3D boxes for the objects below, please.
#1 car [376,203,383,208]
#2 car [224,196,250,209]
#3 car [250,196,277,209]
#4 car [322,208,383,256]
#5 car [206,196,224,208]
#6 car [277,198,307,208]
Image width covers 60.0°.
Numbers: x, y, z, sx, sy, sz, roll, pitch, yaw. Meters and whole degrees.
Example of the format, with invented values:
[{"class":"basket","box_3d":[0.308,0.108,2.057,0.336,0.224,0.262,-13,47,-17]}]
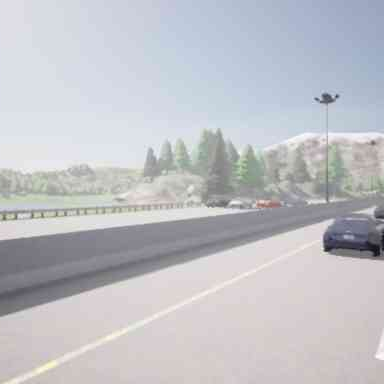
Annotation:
[{"class":"car","box_3d":[15.424,1.522,25.928,1.994,1.385,4.181,0,0,35]},{"class":"car","box_3d":[6.491,1.481,44.039,1.812,1.442,4.674,0,0,35]},{"class":"car","box_3d":[9.661,1.303,42.469,2.097,1.767,4.553,0,0,35]},{"class":"car","box_3d":[6.626,1.544,13.278,1.994,1.385,4.181,0,0,35]},{"class":"car","box_3d":[3.805,1.309,46.299,2.097,1.767,4.553,0,0,35]},{"class":"car","box_3d":[12.522,1.442,40.455,2.128,1.511,4.902,0,0,35]}]
